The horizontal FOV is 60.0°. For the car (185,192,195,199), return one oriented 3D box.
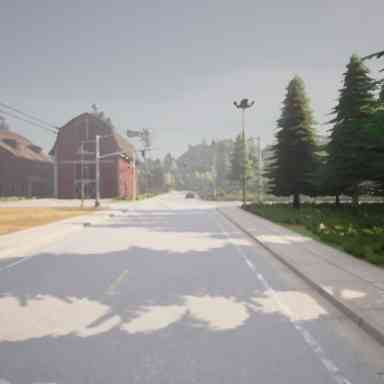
[{"bbox_3d":[-0.400,0.656,68.834,1.812,1.442,4.674,0,1,0],"label":"car"}]
